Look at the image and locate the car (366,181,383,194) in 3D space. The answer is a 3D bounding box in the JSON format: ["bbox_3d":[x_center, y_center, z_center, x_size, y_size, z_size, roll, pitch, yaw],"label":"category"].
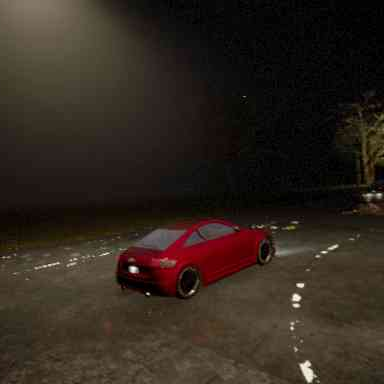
[{"bbox_3d":[23.773,-0.657,42.167,2.033,1.411,5.357,-5,0,44],"label":"car"}]

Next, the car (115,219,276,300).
[{"bbox_3d":[0.219,1.329,8.069,1.994,1.385,4.181,-3,3,45],"label":"car"}]
